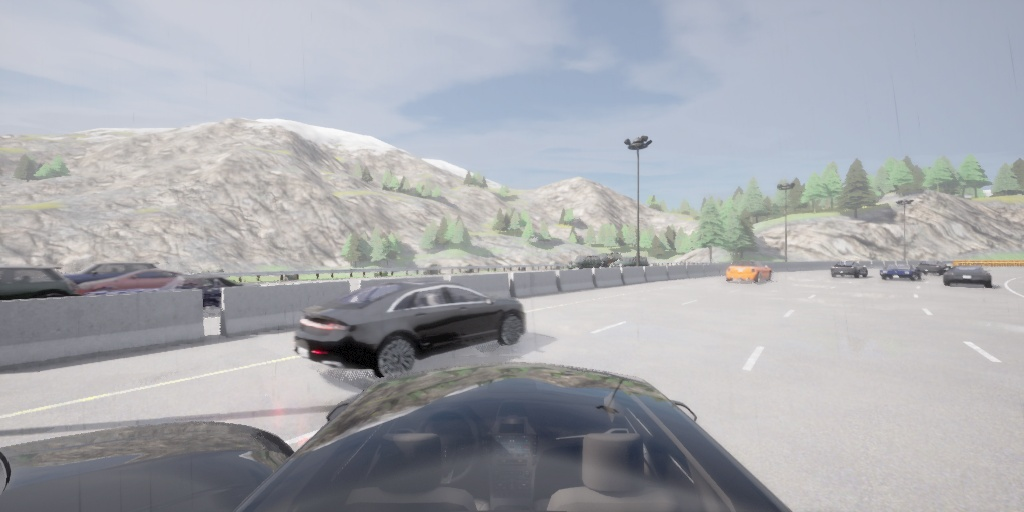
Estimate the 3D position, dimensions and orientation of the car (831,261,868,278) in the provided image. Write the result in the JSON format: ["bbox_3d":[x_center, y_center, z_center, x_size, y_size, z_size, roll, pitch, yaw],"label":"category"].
[{"bbox_3d":[31.370,1.242,33.338,4.902,1.511,2.128,0,0,-35],"label":"car"}]

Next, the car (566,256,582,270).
[{"bbox_3d":[9.718,0.967,47.988,5.566,2.045,2.150,0,0,-38],"label":"car"}]

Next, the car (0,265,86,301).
[{"bbox_3d":[-16.729,1.102,10.974,2.097,1.767,4.553,0,0,37],"label":"car"}]

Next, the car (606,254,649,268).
[{"bbox_3d":[14.042,1.078,42.484,5.566,2.045,2.150,0,0,-38],"label":"car"}]

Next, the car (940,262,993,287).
[{"bbox_3d":[30.880,1.314,24.299,4.181,1.385,1.994,0,0,-38],"label":"car"}]

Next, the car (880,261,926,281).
[{"bbox_3d":[32.304,1.351,29.728,4.718,1.301,1.895,0,0,-35],"label":"car"}]

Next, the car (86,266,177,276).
[{"bbox_3d":[-16.887,1.314,16.515,1.994,1.385,4.181,0,0,39],"label":"car"}]

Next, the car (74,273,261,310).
[{"bbox_3d":[-11.293,1.351,12.363,1.895,1.301,4.718,0,0,39],"label":"car"}]

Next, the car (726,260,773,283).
[{"bbox_3d":[18.419,1.101,27.734,4.553,1.767,2.097,0,0,-41],"label":"car"}]

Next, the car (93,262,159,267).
[{"bbox_3d":[-20.232,1.102,17.898,2.097,1.767,4.553,0,0,38],"label":"car"}]

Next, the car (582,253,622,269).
[{"bbox_3d":[11.880,0.590,45.236,5.566,2.045,2.150,0,0,-38],"label":"car"}]

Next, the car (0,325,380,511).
[{"bbox_3d":[-2.982,1.255,0.524,4.892,1.490,1.837,0,0,-45],"label":"car"}]

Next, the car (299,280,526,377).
[{"bbox_3d":[-1.634,1.242,7.308,2.128,1.511,4.902,0,0,39],"label":"car"}]

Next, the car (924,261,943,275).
[{"bbox_3d":[43.308,1.242,36.862,4.902,1.511,2.128,0,0,-31],"label":"car"}]
